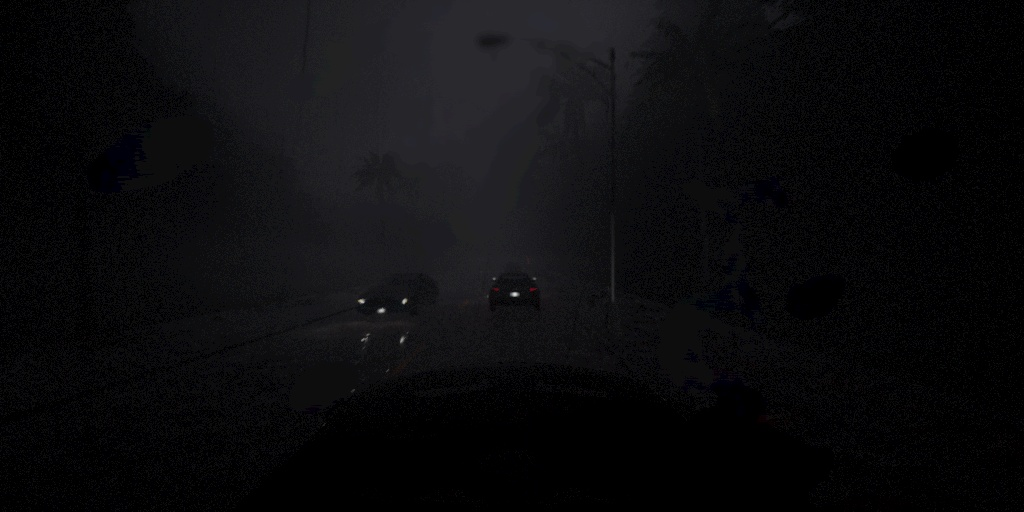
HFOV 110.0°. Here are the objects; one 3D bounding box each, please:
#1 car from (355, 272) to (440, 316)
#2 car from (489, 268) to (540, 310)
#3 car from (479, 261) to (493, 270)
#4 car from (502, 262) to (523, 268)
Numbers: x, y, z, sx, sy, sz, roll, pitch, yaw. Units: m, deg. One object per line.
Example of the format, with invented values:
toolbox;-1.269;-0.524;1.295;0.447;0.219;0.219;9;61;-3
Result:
car;-4.097;1.348;13.922;2.033;1.411;5.357;0;0;0
car;0.104;1.369;15.030;1.994;1.385;4.181;0;0;0
car;-4.077;1.465;56.458;2.128;1.511;4.902;0;0;1
car;0.084;1.403;37.671;1.837;1.490;4.892;0;0;0
